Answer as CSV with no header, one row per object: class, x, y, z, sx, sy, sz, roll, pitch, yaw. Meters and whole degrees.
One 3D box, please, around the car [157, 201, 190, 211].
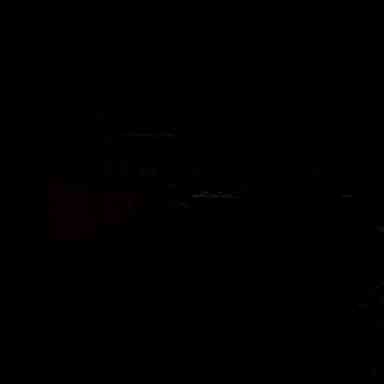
car,-2.853,2.081,50.590,5.008,1.535,1.882,0,-1,8
